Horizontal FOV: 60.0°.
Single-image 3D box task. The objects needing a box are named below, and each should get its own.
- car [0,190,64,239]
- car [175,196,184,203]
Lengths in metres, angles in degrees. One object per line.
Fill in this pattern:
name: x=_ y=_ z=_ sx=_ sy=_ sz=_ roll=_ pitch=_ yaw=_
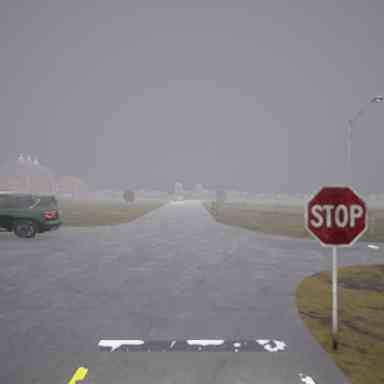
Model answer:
car: x=-8.590 y=0.968 z=14.619 sx=5.566 sy=2.045 sz=2.150 roll=2 pitch=4 yaw=-9
car: x=-2.762 y=1.533 z=72.224 sx=2.128 sy=1.511 sz=4.902 roll=0 pitch=0 yaw=0
